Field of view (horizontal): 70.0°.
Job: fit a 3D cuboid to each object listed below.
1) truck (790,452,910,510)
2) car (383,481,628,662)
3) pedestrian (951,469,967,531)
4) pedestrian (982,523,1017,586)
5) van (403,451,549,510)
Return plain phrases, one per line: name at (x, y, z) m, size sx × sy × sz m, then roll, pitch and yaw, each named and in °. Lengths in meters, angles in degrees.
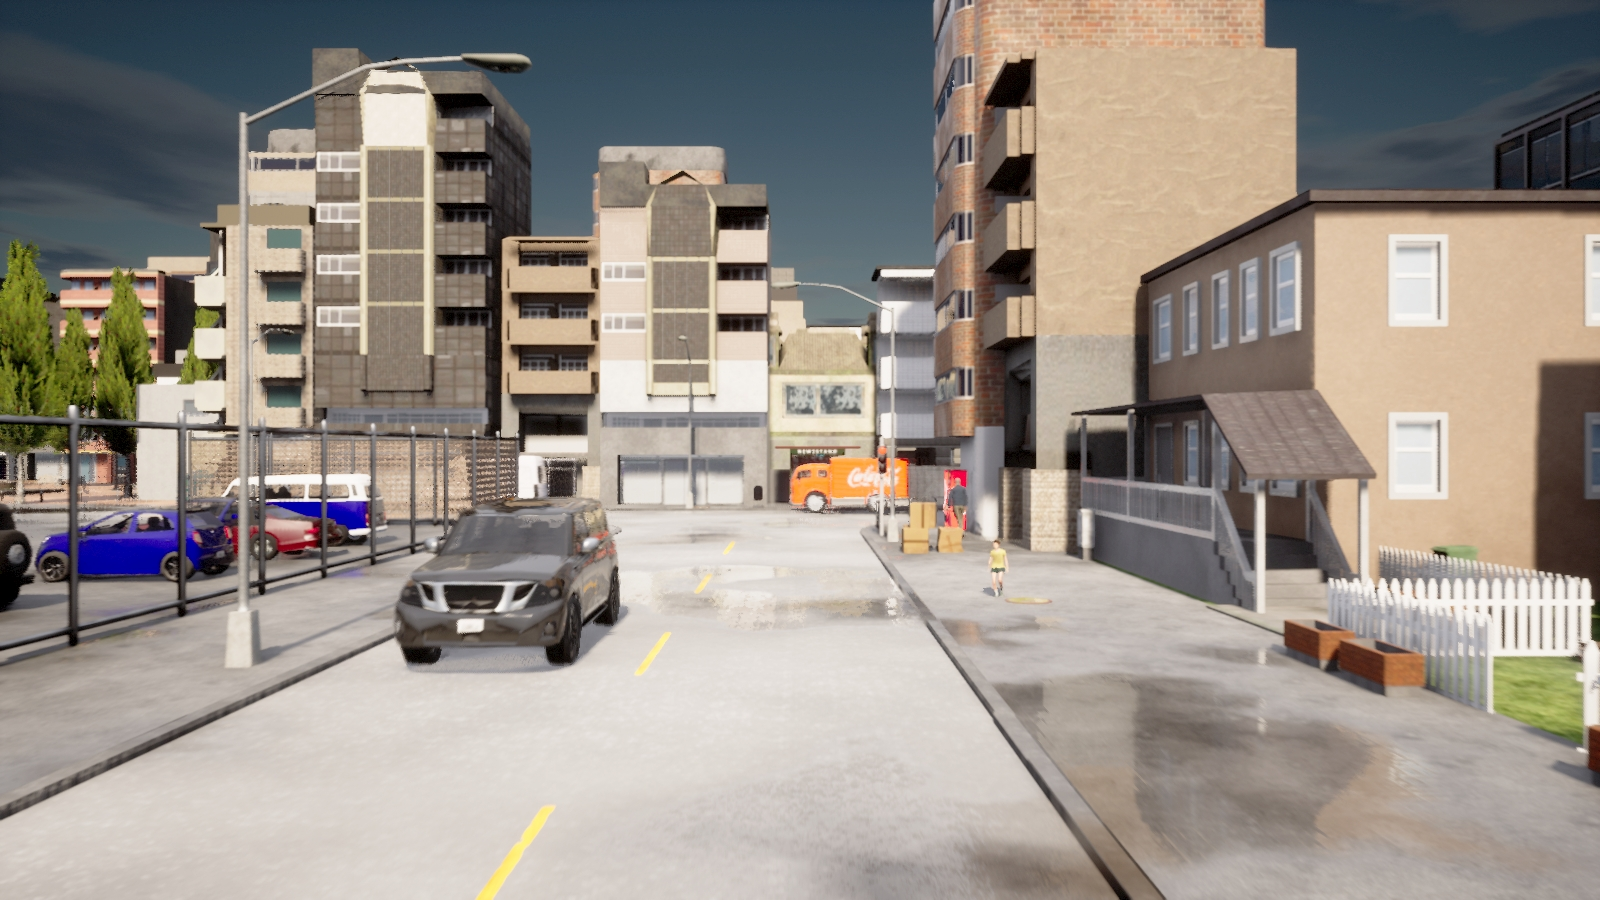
truck at (2.150, 1.347, 50.638) m, size 5.204 × 2.467 × 2.627 m, roll 0°, pitch 0°, yaw 0°
car at (-4.005, 1.559, 16.695) m, size 2.150 × 2.045 × 5.566 m, roll 0°, pitch 0°, yaw 0°
pedestrian at (4.830, 1.516, 34.687) m, size 0.375 × 1.860 × 0.375 m, roll 0°, pitch 0°, yaw -10°
pedestrian at (3.654, 1.905, 20.937) m, size 0.500 × 1.100 × 0.500 m, roll 0°, pitch 0°, yaw 26°
van at (-14.293, 1.314, 50.614) m, size 5.915 × 2.561 × 1.988 m, roll 0°, pitch 0°, yaw 0°
